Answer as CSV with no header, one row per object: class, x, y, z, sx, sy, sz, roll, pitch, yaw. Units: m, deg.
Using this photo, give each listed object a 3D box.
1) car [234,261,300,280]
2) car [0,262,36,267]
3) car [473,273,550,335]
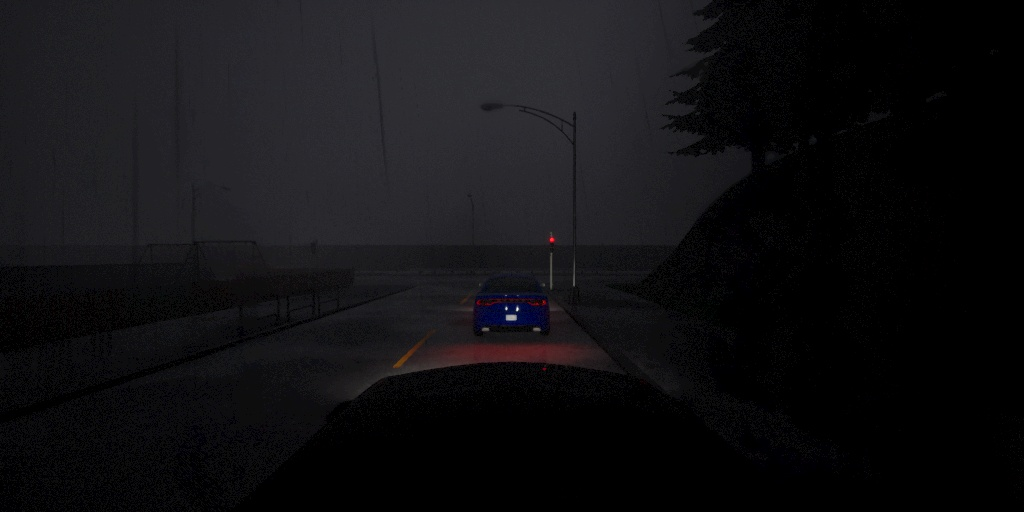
car,-20.794,1.227,30.571,5.008,1.535,1.882,0,0,0
car,-42.177,1.255,30.505,4.892,1.490,1.837,0,0,0
car,-0.004,1.228,10.492,1.882,1.535,5.008,0,0,0
